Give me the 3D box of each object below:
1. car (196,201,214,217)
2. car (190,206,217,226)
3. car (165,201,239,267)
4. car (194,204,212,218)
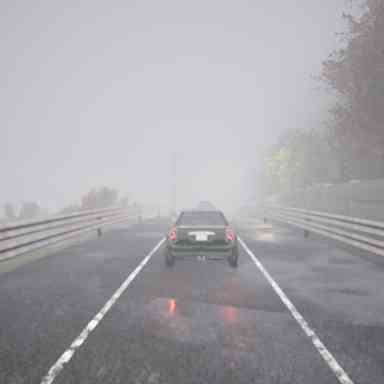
[{"bbox_3d":[1.886,2.323,46.252,2.150,2.045,5.566,0,-3,5],"label":"car"},{"bbox_3d":[0.889,1.736,25.334,1.895,1.301,4.718,0,-2,2],"label":"car"},{"bbox_3d":[0.327,1.281,11.273,2.097,1.767,4.553,0,0,2],"label":"car"},{"bbox_3d":[1.242,2.062,36.480,1.837,1.490,4.892,0,-2,3],"label":"car"}]
